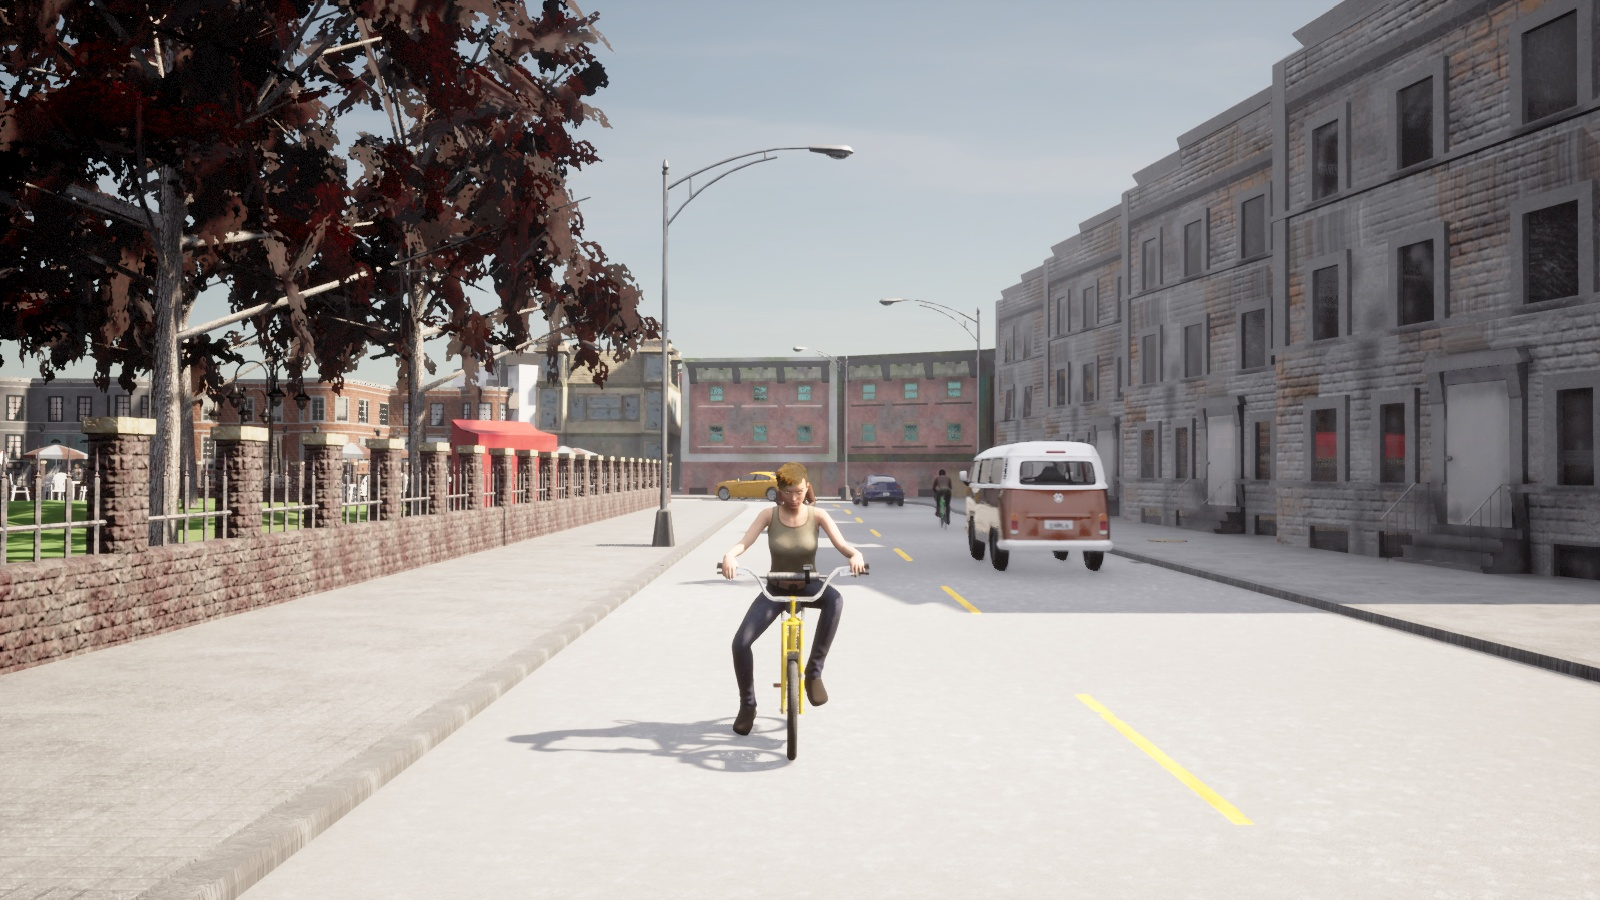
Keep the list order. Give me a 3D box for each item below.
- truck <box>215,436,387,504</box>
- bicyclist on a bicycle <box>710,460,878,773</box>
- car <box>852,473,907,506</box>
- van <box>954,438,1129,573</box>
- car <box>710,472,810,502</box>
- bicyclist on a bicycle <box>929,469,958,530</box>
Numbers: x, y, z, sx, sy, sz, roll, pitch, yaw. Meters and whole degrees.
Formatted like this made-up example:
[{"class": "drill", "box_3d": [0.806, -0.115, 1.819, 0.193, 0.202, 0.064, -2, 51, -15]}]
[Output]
[{"class": "truck", "box_3d": [-26.305, 1.051, 66.468, 7.936, 3.462, 2.891, 0, -1, 0]}, {"class": "bicyclist on a bicycle", "box_3d": [-0.034, 0.873, 7.262, 0.866, 1.612, 1.509, 0, -1, 0]}, {"class": "car", "box_3d": [3.589, 1.788, 57.349, 1.812, 1.442, 4.674, 0, -1, -5]}, {"class": "van", "box_3d": [3.926, 0.878, 21.250, 2.069, 2.038, 4.480, 0, -1, 0]}, {"class": "car", "box_3d": [-2.115, 1.895, 65.215, 5.008, 1.535, 1.882, -1, -1, 33]}, {"class": "bicyclist on a bicycle", "box_3d": [3.875, 1.322, 34.040, 0.582, 1.620, 1.656, 0, -1, 0]}]
